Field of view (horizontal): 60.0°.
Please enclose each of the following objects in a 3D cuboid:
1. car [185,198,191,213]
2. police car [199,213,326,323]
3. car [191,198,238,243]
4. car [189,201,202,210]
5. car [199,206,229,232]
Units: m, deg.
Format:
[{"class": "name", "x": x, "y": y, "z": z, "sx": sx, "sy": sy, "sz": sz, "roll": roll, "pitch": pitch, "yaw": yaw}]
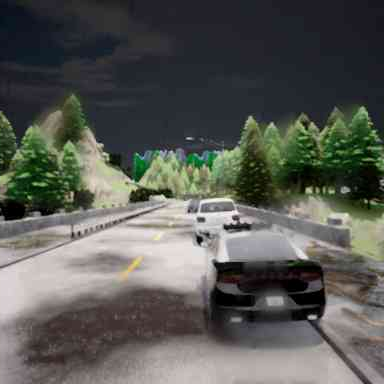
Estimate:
[{"class": "car", "x": 0.476, "y": 1.907, "z": 45.304, "sx": 2.097, "sy": 1.767, "sz": 4.553, "roll": 0, "pitch": -1, "yaw": 1}, {"class": "police car", "x": 1.250, "y": 1.490, "z": 7.512, "sx": 1.930, "sy": 1.638, "sz": 5.238, "roll": -2, "pitch": -2, "yaw": 0}, {"class": "car", "x": 1.248, "y": 1.384, "z": 17.414, "sx": 2.150, "sy": 2.045, "sz": 5.566, "roll": -4, "pitch": -1, "yaw": 1}, {"class": "car", "x": 0.553, "y": 2.242, "z": 56.648, "sx": 2.033, "sy": 1.411, "sz": 5.357, "roll": 0, "pitch": -1, "yaw": 1}, {"class": "car", "x": 1.436, "y": 1.810, "z": 23.390, "sx": 1.812, "sy": 1.442, "sz": 4.674, "roll": 0, "pitch": -1, "yaw": 1}]
